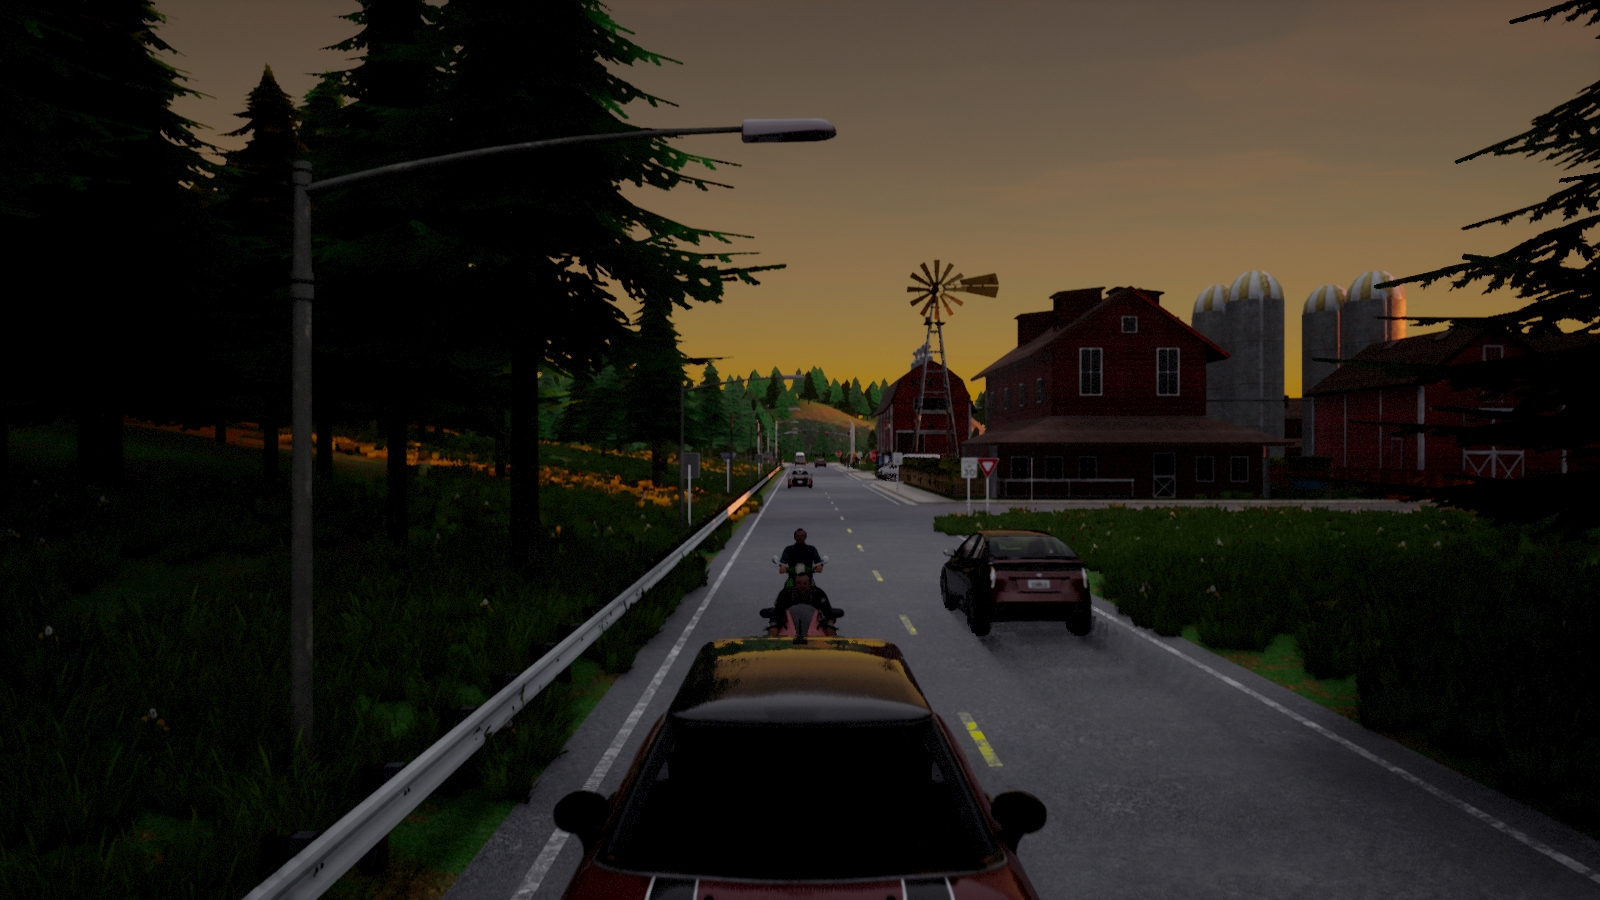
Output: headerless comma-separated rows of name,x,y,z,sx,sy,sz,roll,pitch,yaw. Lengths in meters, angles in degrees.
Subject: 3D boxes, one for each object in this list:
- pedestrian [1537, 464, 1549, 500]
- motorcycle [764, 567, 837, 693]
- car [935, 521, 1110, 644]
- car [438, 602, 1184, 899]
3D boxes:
pedestrian,38.073,1.629,58.529,0.375,1.860,0.375,0,0,-5
motorcycle,0.009,2.225,14.523,0.867,1.251,2.209,0,0,0
car,3.501,2.065,18.888,2.007,1.525,4.514,0,0,0
car,0.032,1.915,5.489,2.097,1.767,4.553,0,0,0
